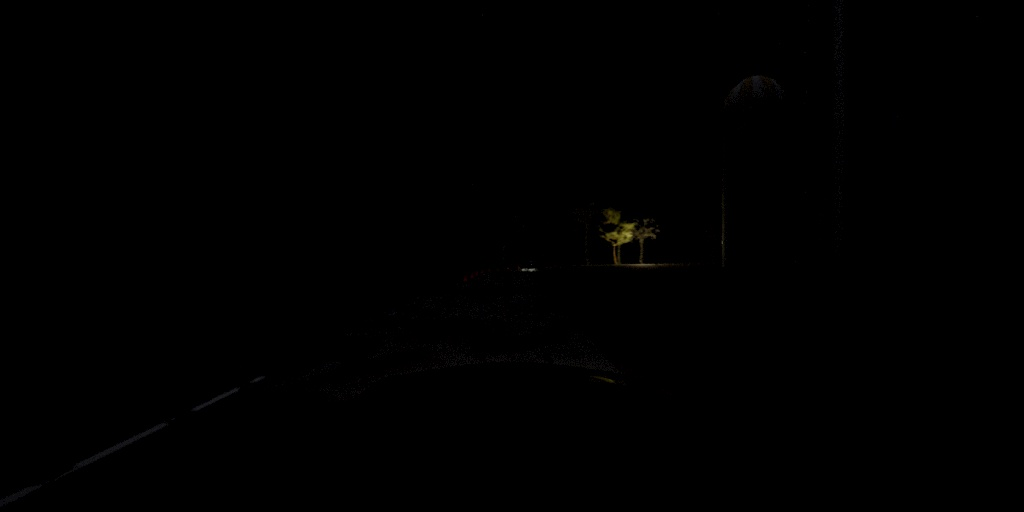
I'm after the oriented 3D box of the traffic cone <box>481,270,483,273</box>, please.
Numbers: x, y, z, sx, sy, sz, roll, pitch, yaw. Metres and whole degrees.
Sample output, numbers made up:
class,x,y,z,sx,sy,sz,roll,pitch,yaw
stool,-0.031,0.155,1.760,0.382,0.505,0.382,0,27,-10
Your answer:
class,x,y,z,sx,sy,sz,roll,pitch,yaw
traffic cone,-3.733,1.890,44.853,0.340,0.580,0.340,0,0,4

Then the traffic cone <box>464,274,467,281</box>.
class,x,y,z,sx,sy,sz,roll,pitch,yaw
traffic cone,-3.848,1.799,29.701,0.340,0.580,0.340,0,0,0

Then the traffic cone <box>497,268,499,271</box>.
class,x,y,z,sx,sy,sz,roll,pitch,yaw
traffic cone,-2.170,1.951,55.158,0.340,0.580,0.340,0,0,14

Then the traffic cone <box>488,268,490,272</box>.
class,x,y,z,sx,sy,sz,roll,pitch,yaw
traffic cone,-3.179,1.920,50.040,0.340,0.580,0.340,0,0,9

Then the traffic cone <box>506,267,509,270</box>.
class,x,y,z,sx,sy,sz,roll,pitch,yaw
traffic cone,-0.713,1.981,60.168,0.340,0.580,0.340,0,0,19

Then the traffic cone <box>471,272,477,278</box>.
class,x,y,z,sx,sy,sz,roll,pitch,yaw
traffic cone,-3.848,1.829,34.701,0.340,0.580,0.340,0,0,0
